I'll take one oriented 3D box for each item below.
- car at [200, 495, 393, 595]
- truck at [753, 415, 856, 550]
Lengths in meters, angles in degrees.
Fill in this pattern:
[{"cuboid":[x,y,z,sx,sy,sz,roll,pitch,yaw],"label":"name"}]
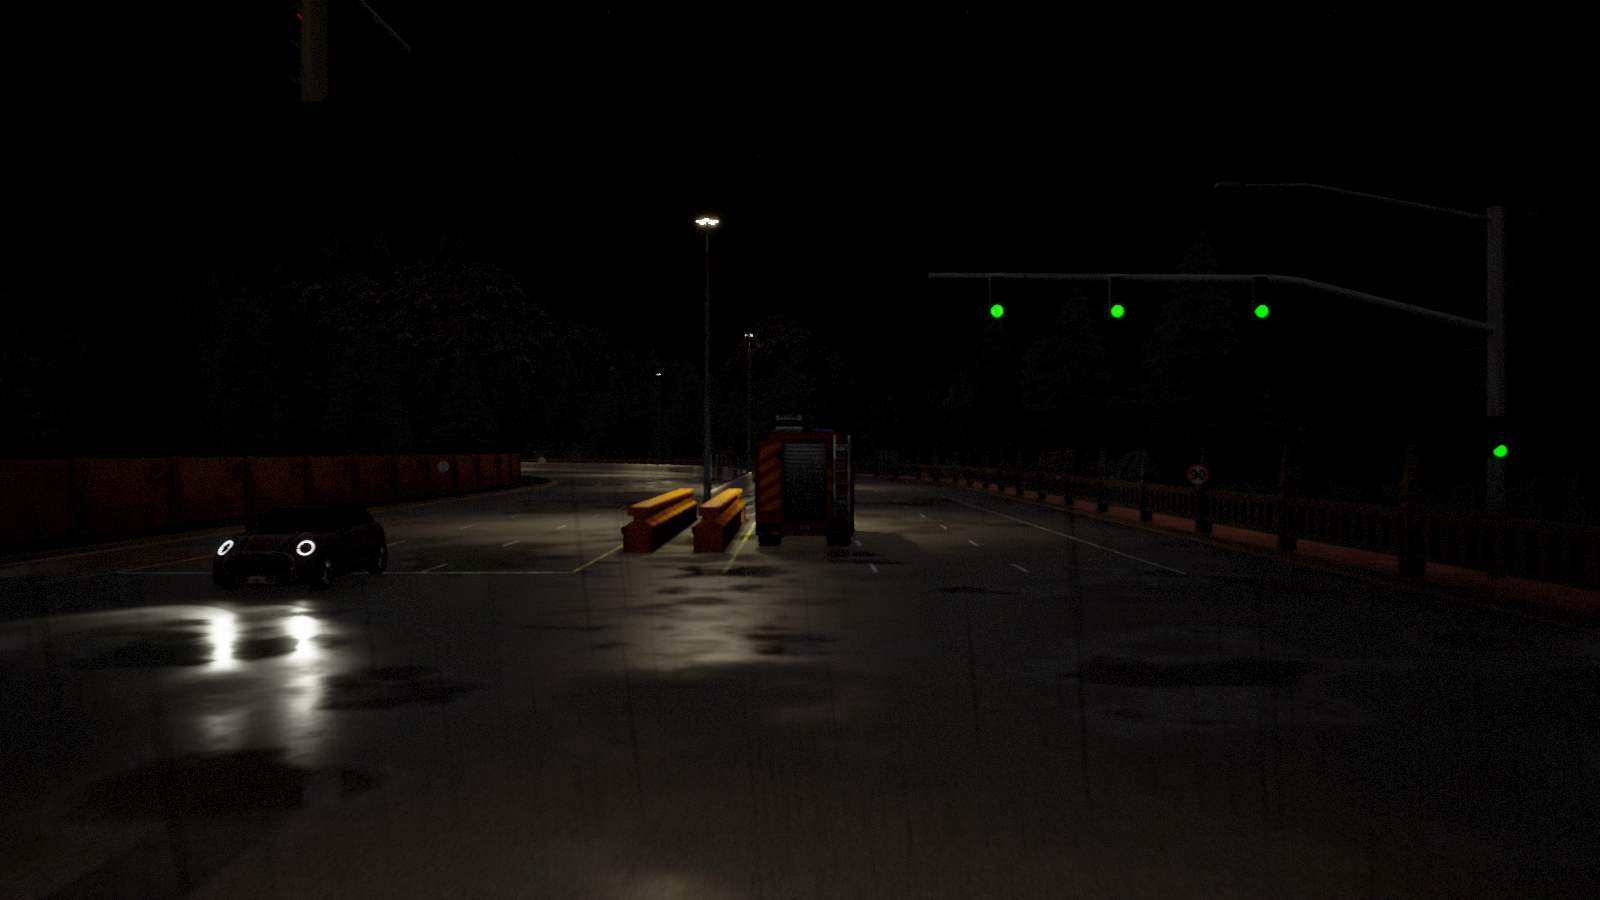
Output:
[{"cuboid":[-10.516,1.920,24.287,2.097,1.767,4.553,0,0,0],"label":"car"},{"cuboid":[0.113,0.912,36.553,2.891,3.827,8.468,0,0,0],"label":"truck"}]
